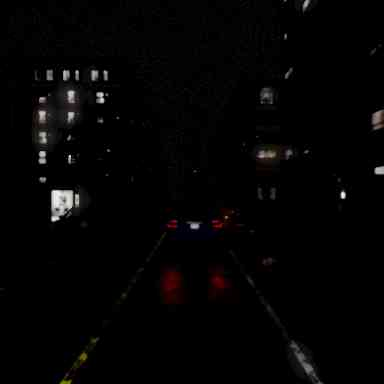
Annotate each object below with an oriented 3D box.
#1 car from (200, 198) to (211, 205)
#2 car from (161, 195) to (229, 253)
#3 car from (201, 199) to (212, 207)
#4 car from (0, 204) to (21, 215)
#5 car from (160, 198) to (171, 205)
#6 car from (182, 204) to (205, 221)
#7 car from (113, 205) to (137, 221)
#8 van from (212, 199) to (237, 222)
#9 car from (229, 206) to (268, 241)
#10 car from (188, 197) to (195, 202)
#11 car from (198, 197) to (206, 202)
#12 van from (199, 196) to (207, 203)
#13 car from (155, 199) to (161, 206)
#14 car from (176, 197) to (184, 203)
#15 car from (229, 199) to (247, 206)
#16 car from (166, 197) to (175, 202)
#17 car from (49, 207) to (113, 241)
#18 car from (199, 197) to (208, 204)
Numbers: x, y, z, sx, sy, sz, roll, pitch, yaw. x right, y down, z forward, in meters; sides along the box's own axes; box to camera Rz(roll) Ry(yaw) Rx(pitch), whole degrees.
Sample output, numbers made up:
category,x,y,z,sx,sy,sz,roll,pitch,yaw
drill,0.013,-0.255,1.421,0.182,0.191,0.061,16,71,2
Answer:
category,x,y,z,sx,sy,sz,roll,pitch,yaw
car,2.679,1.917,66.057,1.947,1.339,4.313,0,0,0
car,0.096,1.293,14.170,2.150,2.045,5.566,0,0,0
car,2.680,1.902,60.534,1.802,1.307,4.206,0,0,0
car,-22.406,2.090,38.891,4.403,1.369,2.008,-1,1,0
car,-5.702,1.950,71.592,1.947,1.339,4.313,0,0,0
car,0.098,1.753,29.696,1.895,1.301,4.718,0,0,0
car,-5.699,1.726,28.140,1.802,1.307,4.206,0,0,0
van,2.680,1.485,28.141,1.690,1.788,3.998,0,0,0
car,2.683,1.631,17.084,1.887,1.381,4.507,0,0,0
car,-0.007,2.000,88.739,1.812,1.442,4.674,0,0,0
car,2.677,2.047,88.151,1.947,1.339,4.313,0,0,0
van,2.676,1.790,82.628,1.690,1.788,3.998,0,0,0
car,-5.702,1.886,60.545,1.947,1.339,4.313,0,0,0
car,-3.007,2.024,86.473,1.994,1.385,4.181,0,0,0
car,2.680,1.430,22.613,2.192,1.841,5.009,0,0,0
car,-5.704,2.027,88.163,1.887,1.381,4.507,0,0,0
car,-5.699,1.527,17.085,1.967,1.590,4.097,0,0,0
car,2.678,1.961,77.104,1.887,1.381,4.507,0,0,0
